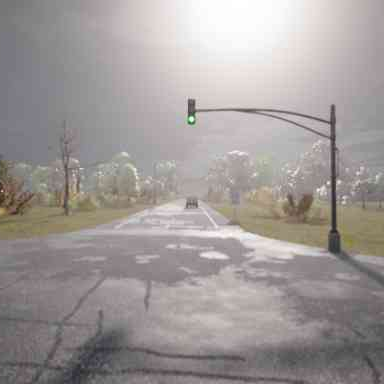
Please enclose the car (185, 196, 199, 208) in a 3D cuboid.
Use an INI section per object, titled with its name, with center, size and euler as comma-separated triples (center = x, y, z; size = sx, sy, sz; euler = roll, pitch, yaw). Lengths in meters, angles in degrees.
[car]
center = 0.009, 1.746, 58.442
size = 2.150, 2.045, 5.566
euler = 0, -1, 0
